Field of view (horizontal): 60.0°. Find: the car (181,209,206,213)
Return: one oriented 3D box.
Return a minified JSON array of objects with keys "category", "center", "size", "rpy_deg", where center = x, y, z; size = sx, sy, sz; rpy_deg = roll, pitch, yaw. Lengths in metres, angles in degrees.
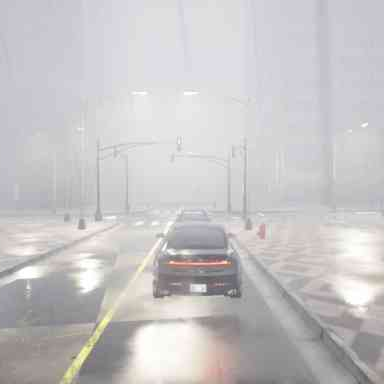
[{"category":"car","center":[0.068,1.557,17.375],"size":[1.994,1.385,4.181],"rpy_deg":[0,0,1]}]

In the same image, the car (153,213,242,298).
[{"category":"car","center":[0.104,1.502,8.471],"size":[1.837,1.490,4.892],"rpy_deg":[0,0,0]}]
